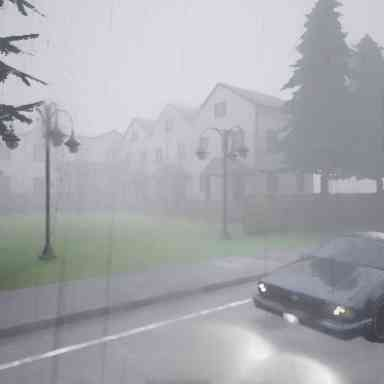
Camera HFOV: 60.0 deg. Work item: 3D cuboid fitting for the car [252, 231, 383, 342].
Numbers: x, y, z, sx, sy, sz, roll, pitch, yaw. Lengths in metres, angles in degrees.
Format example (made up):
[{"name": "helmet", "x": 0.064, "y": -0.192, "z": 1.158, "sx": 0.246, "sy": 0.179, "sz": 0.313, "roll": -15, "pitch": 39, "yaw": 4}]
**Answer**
[{"name": "car", "x": 3.672, "y": 1.531, "z": 6.613, "sx": 5.357, "sy": 1.411, "sz": 2.033, "roll": 0, "pitch": 0, "yaw": -35}]
